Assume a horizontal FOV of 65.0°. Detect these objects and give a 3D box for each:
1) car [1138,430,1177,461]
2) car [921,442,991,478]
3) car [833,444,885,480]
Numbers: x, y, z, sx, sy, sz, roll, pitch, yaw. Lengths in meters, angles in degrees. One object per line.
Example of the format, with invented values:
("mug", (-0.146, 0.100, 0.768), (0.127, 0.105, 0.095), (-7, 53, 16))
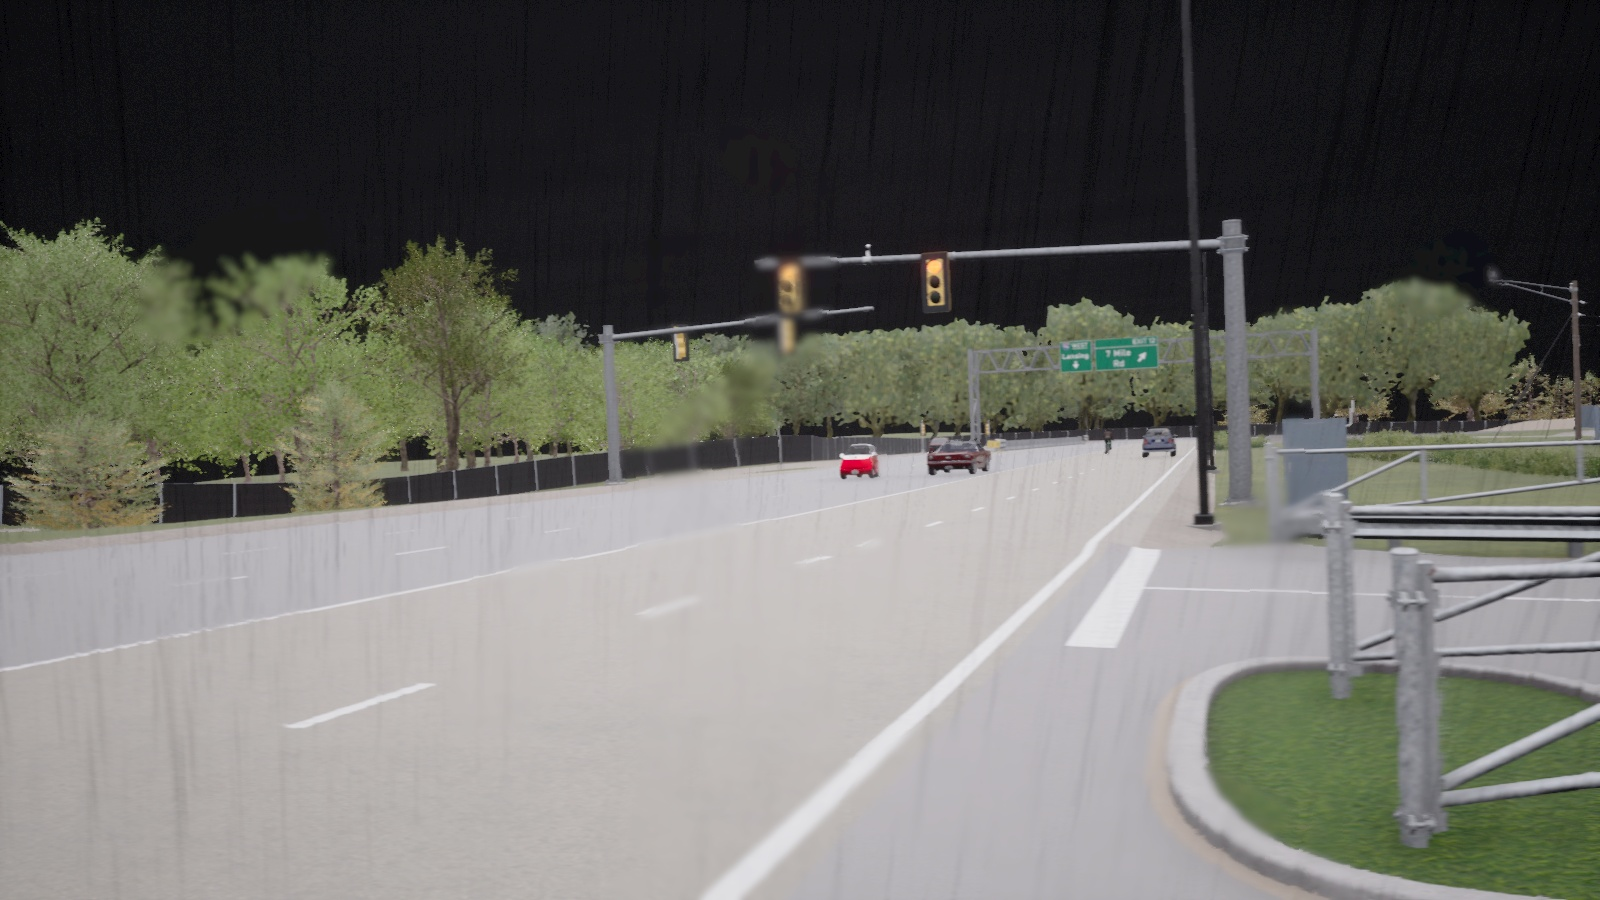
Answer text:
("car", (19.342, -0.256, 67.824), (1.789, 1.549, 3.705), (-2, 0, 18))
("car", (6.405, 0.369, 51.145), (1.895, 1.301, 4.718), (-2, 0, 18))
("car", (2.381, 0.454, 50.143), (1.481, 1.376, 2.207), (-2, 0, 18))
